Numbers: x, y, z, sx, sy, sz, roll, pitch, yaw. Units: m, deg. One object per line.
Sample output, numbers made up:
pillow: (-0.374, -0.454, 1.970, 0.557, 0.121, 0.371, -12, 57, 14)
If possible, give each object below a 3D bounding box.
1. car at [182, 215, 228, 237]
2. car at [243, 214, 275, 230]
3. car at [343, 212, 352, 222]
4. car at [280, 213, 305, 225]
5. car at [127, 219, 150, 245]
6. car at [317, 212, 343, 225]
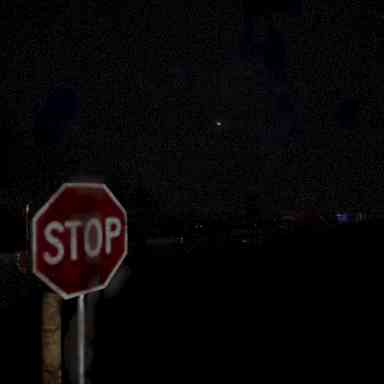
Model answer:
car: (1.168, 2.594, 26.044, 2.128, 1.511, 4.902, -1, -3, 35)
car: (6.966, 3.015, 34.157, 1.837, 1.490, 4.892, -1, -3, 36)
car: (24.225, 3.910, 53.316, 2.097, 1.767, 4.553, -1, -3, 37)
car: (12.835, 3.409, 42.338, 1.882, 1.535, 5.008, -1, -3, 36)
car: (-4.398, 2.216, 18.305, 2.128, 1.511, 4.902, -1, -3, 37)
car: (18.446, 3.622, 45.196, 2.128, 1.511, 4.902, -1, -3, 36)
